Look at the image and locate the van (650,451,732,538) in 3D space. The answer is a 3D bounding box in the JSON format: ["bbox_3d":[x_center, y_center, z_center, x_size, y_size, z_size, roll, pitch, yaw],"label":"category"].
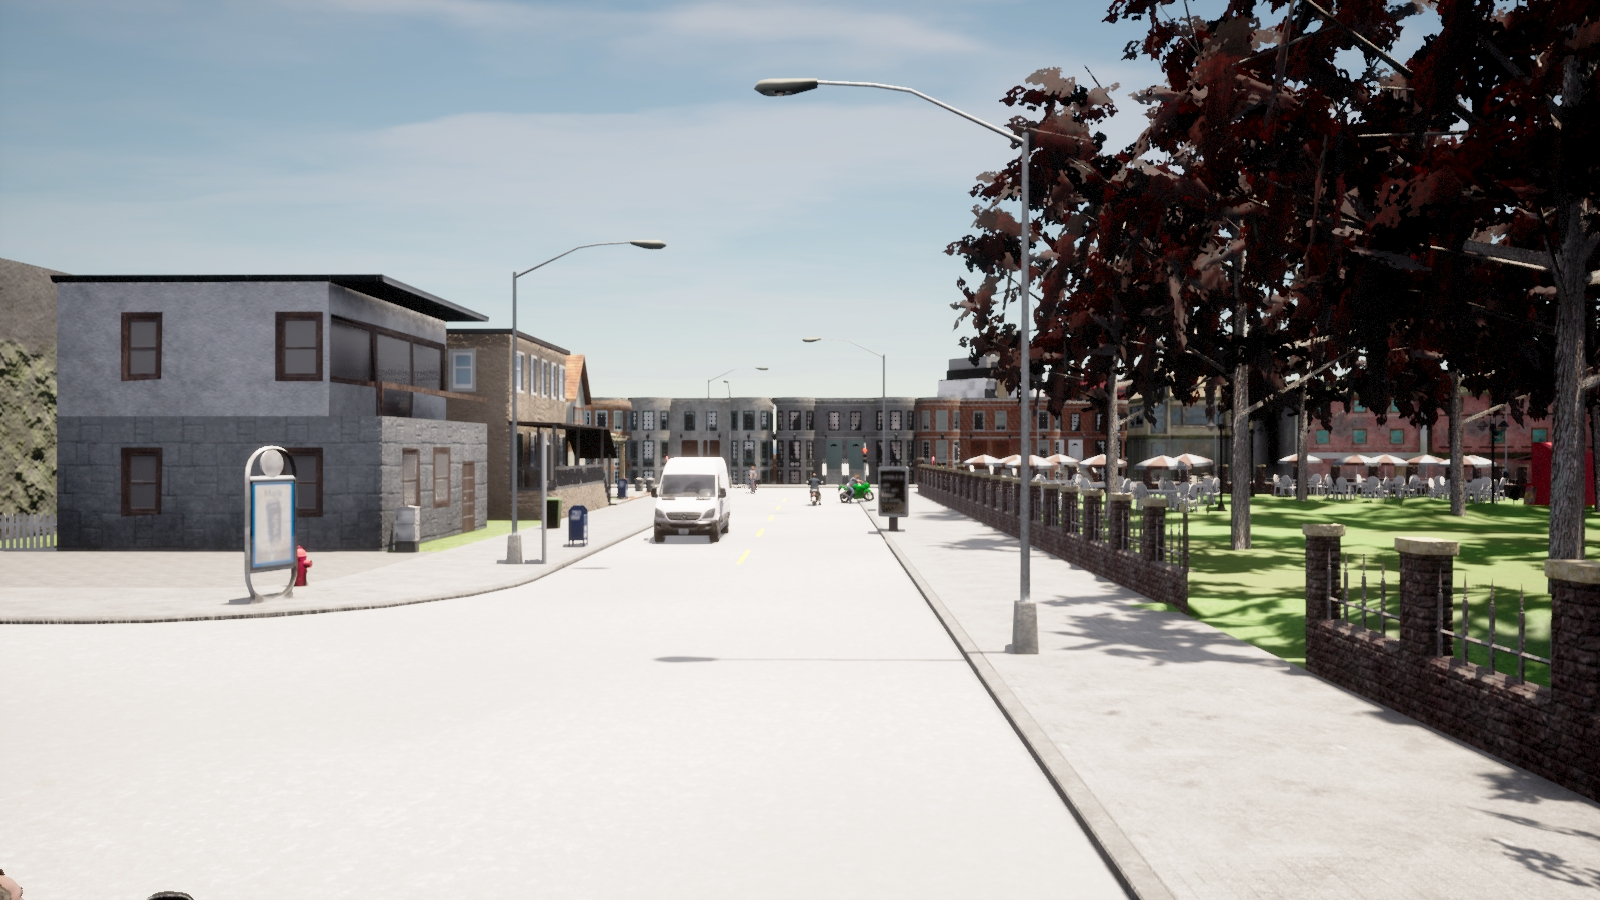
[{"bbox_3d":[-3.393,1.314,36.728,1.988,2.561,5.915,0,0,1],"label":"van"}]

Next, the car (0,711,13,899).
[{"bbox_3d":[-4.041,1.806,2.681,1.789,1.549,3.705,0,0,1],"label":"car"}]

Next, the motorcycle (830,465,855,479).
[{"bbox_3d":[3.779,1.938,101.151,2.033,1.145,0.803,-5,-2,27],"label":"motorcycle"}]

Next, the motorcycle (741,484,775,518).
[{"bbox_3d":[-1.677,1.985,45.065,0.867,1.251,2.209,0,0,-15],"label":"motorcycle"}]
